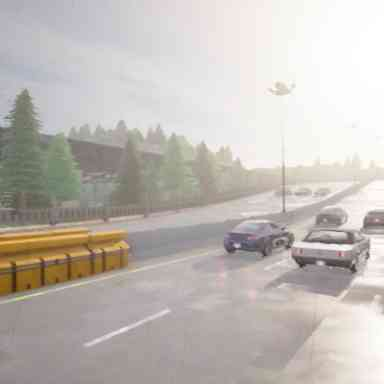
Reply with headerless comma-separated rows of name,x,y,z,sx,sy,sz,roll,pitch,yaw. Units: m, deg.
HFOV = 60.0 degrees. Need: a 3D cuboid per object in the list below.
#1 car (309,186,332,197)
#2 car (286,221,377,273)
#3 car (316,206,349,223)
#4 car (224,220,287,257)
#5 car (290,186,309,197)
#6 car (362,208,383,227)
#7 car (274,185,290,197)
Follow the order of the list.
car,21.334,-0.097,54.170,2.128,1.511,4.902,-2,4,35
car,5.273,1.969,12.145,1.895,1.301,4.718,-2,-2,35
car,11.518,1.902,27.341,1.812,1.442,4.674,-2,1,35
car,3.139,2.002,15.192,1.812,1.442,4.674,-2,-2,35
car,19.078,-0.131,57.045,1.882,1.535,5.008,-2,5,35
car,14.102,1.879,24.932,1.994,1.385,4.181,-2,1,35
car,16.122,-0.163,58.920,2.097,1.767,4.553,-2,4,35
